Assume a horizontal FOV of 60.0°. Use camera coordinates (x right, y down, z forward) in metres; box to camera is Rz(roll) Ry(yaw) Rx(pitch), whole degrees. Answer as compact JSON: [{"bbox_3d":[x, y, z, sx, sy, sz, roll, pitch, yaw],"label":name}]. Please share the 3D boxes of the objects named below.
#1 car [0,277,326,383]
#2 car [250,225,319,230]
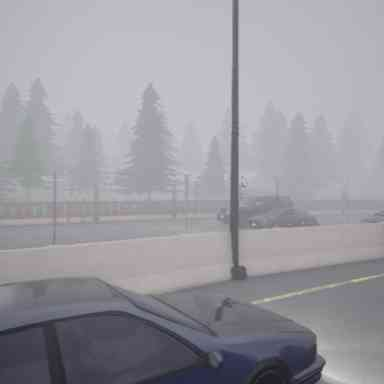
[{"bbox_3d":[-1.182,1.537,2.843,5.357,1.411,2.033,0,0,-34],"label":"car"},{"bbox_3d":[5.109,1.580,18.855,4.181,1.385,1.994,0,0,-26],"label":"car"}]
